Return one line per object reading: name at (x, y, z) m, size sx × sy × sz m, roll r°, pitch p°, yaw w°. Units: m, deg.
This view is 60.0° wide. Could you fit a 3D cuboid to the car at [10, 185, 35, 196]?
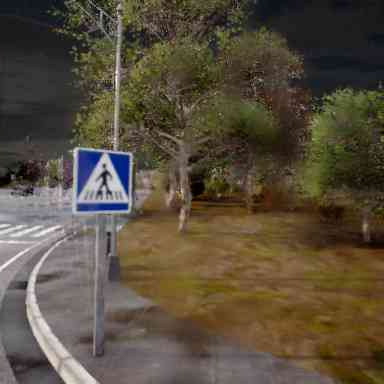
car at (-23.412, -0.252, 46.100) m, size 2.128 × 1.511 × 4.902 m, roll 2°, pitch 2°, yaw -5°
